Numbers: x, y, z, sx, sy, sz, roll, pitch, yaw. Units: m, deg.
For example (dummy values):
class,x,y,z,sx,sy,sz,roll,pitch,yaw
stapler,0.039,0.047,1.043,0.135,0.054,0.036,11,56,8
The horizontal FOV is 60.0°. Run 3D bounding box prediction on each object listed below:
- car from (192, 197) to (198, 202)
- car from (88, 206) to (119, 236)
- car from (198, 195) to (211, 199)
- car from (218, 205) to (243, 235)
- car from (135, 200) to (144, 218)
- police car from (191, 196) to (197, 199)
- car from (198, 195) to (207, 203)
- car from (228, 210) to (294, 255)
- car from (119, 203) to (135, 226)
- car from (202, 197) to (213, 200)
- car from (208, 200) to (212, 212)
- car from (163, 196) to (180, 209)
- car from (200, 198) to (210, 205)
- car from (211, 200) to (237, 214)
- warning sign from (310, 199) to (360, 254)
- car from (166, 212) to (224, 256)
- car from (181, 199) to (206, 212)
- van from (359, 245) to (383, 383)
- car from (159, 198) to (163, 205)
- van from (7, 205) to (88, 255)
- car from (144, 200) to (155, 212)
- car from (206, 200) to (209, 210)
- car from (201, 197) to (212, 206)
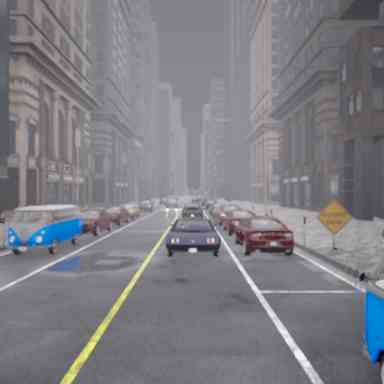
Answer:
class,x,y,z,sx,sy,sz,roll,pitch,yaw
car,0.822,2.067,91.865,1.837,1.490,4.892,0,0,0
car,-5.780,1.660,19.035,1.887,1.381,4.507,0,0,0
car,2.710,1.669,58.264,2.192,1.841,5.009,0,0,0
car,2.745,1.660,19.051,1.887,1.381,4.507,0,0,0
car,-5.790,1.707,30.069,1.752,1.417,4.829,0,0,0
police car,0.831,1.926,81.976,1.930,1.638,5.238,0,0,0
car,2.686,1.842,86.273,2.192,1.841,5.009,0,0,0
car,2.750,1.627,13.449,1.887,1.381,4.507,0,0,0
car,-5.785,1.694,24.637,1.887,1.381,4.507,0,0,0
car,2.721,1.830,47.059,1.887,1.381,4.507,0,0,0
car,2.735,1.710,30.424,1.752,1.417,4.829,0,0,0
car,-3.121,1.843,52.430,1.812,1.442,4.674,0,0,0
car,2.701,1.989,69.466,1.947,1.339,4.313,0,0,0
car,2.740,1.590,24.653,1.967,1.590,4.097,0,0,0
warning sign,5.062,1.188,11.868,1.300,1.860,1.060,0,0,0
car,0.053,1.683,13.419,1.895,1.301,4.718,0,0,0
car,0.047,1.688,29.975,1.837,1.490,4.892,0,0,0
van,2.759,1.356,2.247,1.690,1.788,3.998,0,0,0
car,-5.824,1.968,69.453,1.887,1.381,4.507,0,0,0
van,-5.776,1.423,13.434,1.690,1.788,3.998,0,0,0
car,-5.800,1.691,41.444,1.967,1.590,4.097,0,0,0
car,2.730,1.799,35.856,1.802,1.307,4.206,0,0,0
car,2.706,1.828,63.865,1.967,1.590,4.097,0,0,0
